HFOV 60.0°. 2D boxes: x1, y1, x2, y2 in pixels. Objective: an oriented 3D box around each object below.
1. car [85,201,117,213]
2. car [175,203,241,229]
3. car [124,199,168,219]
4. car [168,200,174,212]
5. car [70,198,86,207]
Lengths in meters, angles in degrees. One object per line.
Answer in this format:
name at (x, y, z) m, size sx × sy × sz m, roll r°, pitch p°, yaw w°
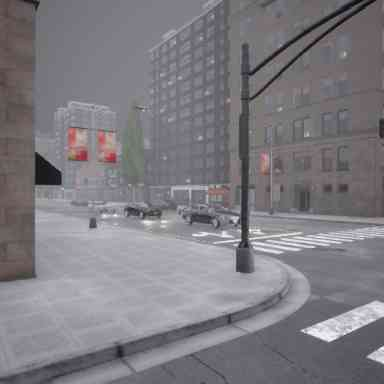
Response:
car at (-10.480, 1.741, 38.868) m, size 1.895 × 1.301 × 4.718 m, roll 0°, pitch 0°, yaw -36°
car at (1.246, 1.554, 22.524) m, size 2.128 × 1.511 × 4.902 m, roll 0°, pitch 0°, yaw -36°
car at (-4.578, 1.579, 30.634) m, size 1.882 × 1.535 × 5.008 m, roll 0°, pitch 0°, yaw -35°
car at (-3.700, 1.650, 40.898) m, size 1.837 × 1.490 × 4.892 m, roll 0°, pitch 0°, yaw -36°
car at (-19.451, 1.768, 57.260) m, size 2.033 × 1.411 × 5.357 m, roll 0°, pitch 0°, yaw -36°
